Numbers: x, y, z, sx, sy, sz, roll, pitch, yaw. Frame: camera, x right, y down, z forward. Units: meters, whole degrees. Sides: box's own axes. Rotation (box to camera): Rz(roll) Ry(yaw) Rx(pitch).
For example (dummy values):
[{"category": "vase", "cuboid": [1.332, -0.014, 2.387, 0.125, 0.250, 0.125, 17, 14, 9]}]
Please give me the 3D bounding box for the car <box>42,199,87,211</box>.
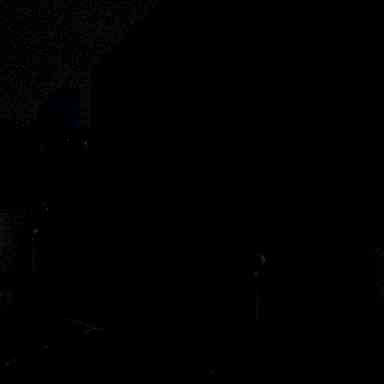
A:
[{"category": "car", "cuboid": [-14.220, 1.445, 37.504, 1.895, 1.301, 4.718, 1, 1, 36]}]
